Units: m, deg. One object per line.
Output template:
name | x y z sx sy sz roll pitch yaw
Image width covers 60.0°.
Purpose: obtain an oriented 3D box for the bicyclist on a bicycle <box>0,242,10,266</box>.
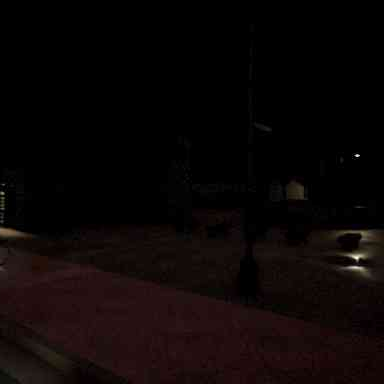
bicyclist on a bicycle | -5.593 1.237 8.687 0.582 1.620 1.656 1 0 38
